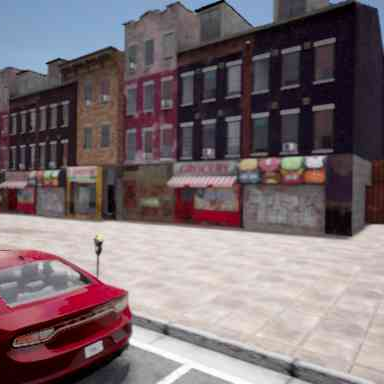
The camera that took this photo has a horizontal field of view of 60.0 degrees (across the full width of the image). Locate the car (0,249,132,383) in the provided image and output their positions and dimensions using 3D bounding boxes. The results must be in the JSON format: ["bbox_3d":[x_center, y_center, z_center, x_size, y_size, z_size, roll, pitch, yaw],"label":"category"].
[{"bbox_3d":[-2.859,1.527,4.836,4.507,1.381,1.887,0,1,36],"label":"car"}]
